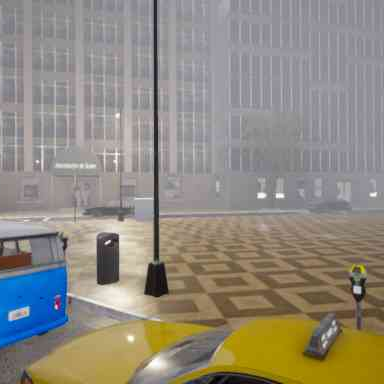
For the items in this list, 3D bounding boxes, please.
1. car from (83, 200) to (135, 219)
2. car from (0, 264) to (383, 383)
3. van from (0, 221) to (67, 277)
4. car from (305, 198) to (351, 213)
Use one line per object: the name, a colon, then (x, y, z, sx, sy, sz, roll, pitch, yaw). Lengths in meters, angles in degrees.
car: (-6.142, 1.386, 27.279, 5.357, 1.411, 2.033, 0, 0, -14)
car: (0.627, 1.525, 2.279, 4.829, 1.417, 1.752, 0, 0, 35)
van: (-3.745, 1.343, 5.386, 3.998, 1.788, 1.690, 0, 0, 35)
car: (13.133, 1.258, 32.074, 4.181, 1.385, 1.994, 0, 0, -14)
